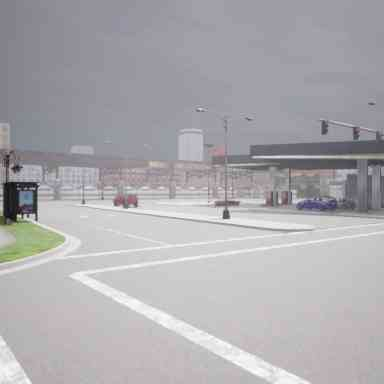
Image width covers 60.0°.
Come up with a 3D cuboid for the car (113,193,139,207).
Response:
[{"bbox_3d":[-10.072,1.221,50.329,2.150,2.045,5.566,0,0,-35],"label":"car"}]

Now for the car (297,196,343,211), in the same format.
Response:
[{"bbox_3d":[14.306,1.295,38.312,2.242,1.667,4.611,0,0,-35],"label":"car"}]

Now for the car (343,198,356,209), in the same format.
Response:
[{"bbox_3d":[18.580,1.456,42.226,1.970,1.475,3.806,0,0,-35],"label":"car"}]

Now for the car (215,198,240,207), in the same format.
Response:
[{"bbox_3d":[5.519,1.601,50.840,1.895,1.301,4.718,0,0,40],"label":"car"}]
